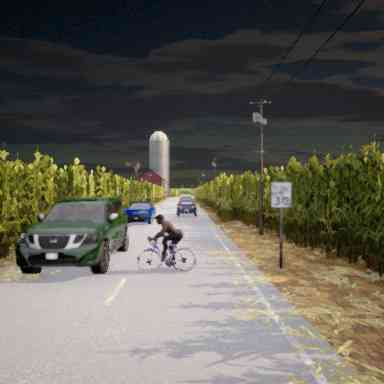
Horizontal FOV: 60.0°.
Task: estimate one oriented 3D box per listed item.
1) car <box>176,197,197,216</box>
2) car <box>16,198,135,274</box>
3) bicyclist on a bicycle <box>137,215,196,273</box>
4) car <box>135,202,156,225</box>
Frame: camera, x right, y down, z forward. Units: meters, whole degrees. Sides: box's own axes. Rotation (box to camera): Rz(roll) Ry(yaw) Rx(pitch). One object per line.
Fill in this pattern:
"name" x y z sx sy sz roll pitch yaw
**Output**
"car" -0.509 1.525 32.666 1.812 1.442 4.674 0 0 -1
"car" -3.487 1.222 10.891 2.150 2.045 5.566 0 0 -1
"bicyclist on a bicycle" -0.723 1.455 9.291 1.656 1.620 0.582 -2 0 -1
"car" -3.739 1.476 24.486 1.882 1.535 5.008 0 0 -1
